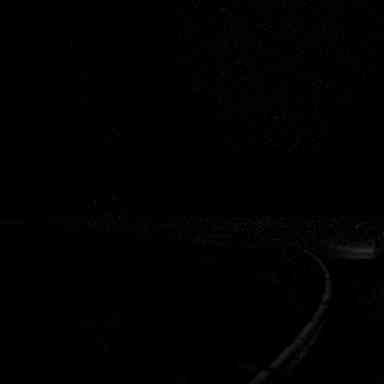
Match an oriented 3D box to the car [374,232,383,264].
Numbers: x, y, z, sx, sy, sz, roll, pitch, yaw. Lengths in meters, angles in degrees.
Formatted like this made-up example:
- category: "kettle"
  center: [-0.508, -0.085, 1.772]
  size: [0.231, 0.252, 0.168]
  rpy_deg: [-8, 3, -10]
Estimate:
- category: "car"
  center: [6.540, 1.564, 9.131]
  size: [1.882, 1.535, 5.008]
  rpy_deg: [-1, -1, 17]
